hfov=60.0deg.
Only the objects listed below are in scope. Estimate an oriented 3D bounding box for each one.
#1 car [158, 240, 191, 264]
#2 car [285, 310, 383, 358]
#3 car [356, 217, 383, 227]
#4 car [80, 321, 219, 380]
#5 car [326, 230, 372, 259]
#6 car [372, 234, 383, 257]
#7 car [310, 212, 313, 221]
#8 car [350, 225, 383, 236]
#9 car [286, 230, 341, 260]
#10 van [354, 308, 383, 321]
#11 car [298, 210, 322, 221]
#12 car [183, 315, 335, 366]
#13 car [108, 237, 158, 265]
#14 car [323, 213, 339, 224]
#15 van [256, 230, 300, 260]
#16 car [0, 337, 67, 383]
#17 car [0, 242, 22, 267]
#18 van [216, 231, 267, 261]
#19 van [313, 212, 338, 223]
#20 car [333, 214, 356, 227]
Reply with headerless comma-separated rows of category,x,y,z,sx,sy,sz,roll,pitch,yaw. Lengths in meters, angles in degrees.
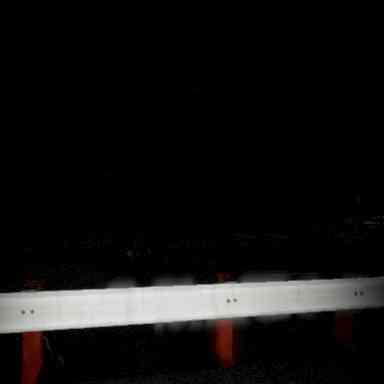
car,-1.947,4.584,26.471,2.231,1.521,4.892,1,0,-33
car,4.381,4.799,10.544,2.231,1.521,4.892,0,1,-33
car,27.624,4.765,49.521,5.566,2.045,2.435,0,1,-32
car,-1.513,4.565,9.194,2.185,1.767,4.553,1,1,-33
car,12.471,4.588,29.833,2.435,2.045,5.566,2,-1,-33
car,15.353,4.920,30.517,2.163,1.488,4.792,2,-1,-33
car,24.578,4.875,64.248,5.008,1.535,2.097,0,1,-32
car,18.188,4.690,31.222,2.435,2.045,5.566,1,0,-33
car,9.591,4.537,29.158,2.435,2.045,5.566,2,-1,-33
van,7.395,4.628,11.143,1.878,1.987,4.442,1,1,-33
car,23.932,4.722,67.180,4.553,1.767,2.185,0,0,-32
car,1.434,4.618,9.895,2.185,1.767,4.553,1,1,-33
car,-4.848,4.405,25.820,2.185,1.767,4.553,2,-1,-33
car,25.785,4.971,58.369,4.674,1.452,2.002,0,0,-32
van,6.623,4.511,28.596,1.878,1.987,4.442,1,0,-33
car,-4.460,4.667,8.507,2.163,1.488,4.792,0,2,-33
car,-13.453,4.404,23.744,2.163,1.488,4.792,2,-1,-33
van,3.742,4.459,27.921,1.878,1.987,4.442,1,0,-33
van,25.084,4.678,61.241,4.442,1.987,1.878,0,1,-32
car,26.563,4.957,55.526,5.366,1.575,1.946,0,0,-32
